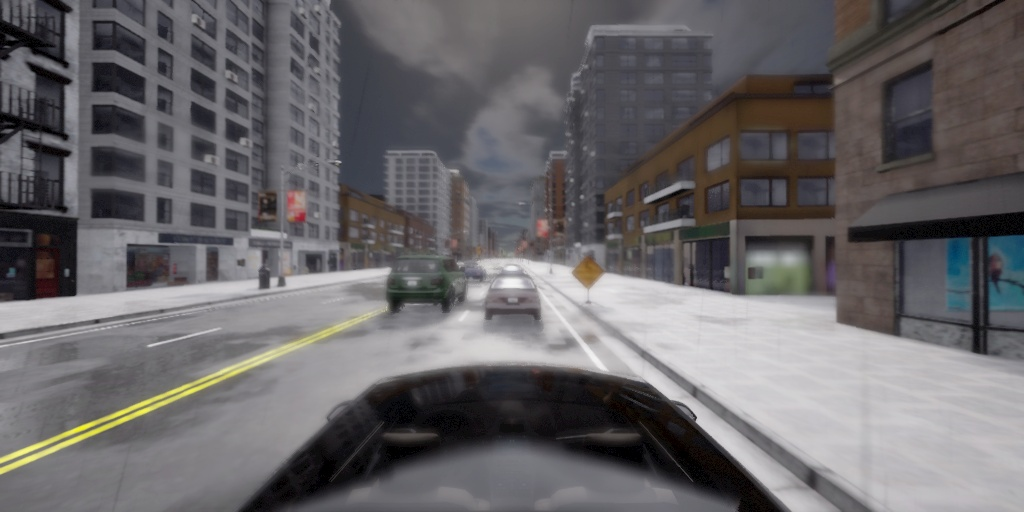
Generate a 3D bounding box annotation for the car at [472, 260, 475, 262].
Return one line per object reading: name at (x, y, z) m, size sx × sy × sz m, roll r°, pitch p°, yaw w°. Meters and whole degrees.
car at (-6.566, 1.423, 56.359) m, size 1.837 × 1.490 × 4.892 m, roll 0°, pitch 0°, yaw 0°

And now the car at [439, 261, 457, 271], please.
car at (-9.821, 1.515, 55.317) m, size 1.895 × 1.301 × 4.718 m, roll 0°, pitch 0°, yaw 0°

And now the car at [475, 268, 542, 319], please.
car at (0.045, 1.331, 12.909) m, size 2.033 × 1.411 × 5.357 m, roll 0°, pitch 0°, yaw 0°

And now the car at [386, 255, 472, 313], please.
car at (-3.200, 1.008, 14.426) m, size 2.150 × 2.045 × 5.566 m, roll 0°, pitch 0°, yaw 1°

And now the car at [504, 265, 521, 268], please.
car at (0.045, 1.377, 27.908) m, size 2.033 × 1.411 × 5.357 m, roll 0°, pitch 0°, yaw 0°

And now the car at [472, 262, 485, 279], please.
car at (-3.187, 1.437, 30.200) m, size 1.895 × 1.301 × 4.718 m, roll 0°, pitch 0°, yaw 0°

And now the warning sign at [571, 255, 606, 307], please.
warning sign at (2.850, 0.900, 13.376) m, size 1.300 × 1.860 × 1.060 m, roll 0°, pitch 0°, yaw 0°
